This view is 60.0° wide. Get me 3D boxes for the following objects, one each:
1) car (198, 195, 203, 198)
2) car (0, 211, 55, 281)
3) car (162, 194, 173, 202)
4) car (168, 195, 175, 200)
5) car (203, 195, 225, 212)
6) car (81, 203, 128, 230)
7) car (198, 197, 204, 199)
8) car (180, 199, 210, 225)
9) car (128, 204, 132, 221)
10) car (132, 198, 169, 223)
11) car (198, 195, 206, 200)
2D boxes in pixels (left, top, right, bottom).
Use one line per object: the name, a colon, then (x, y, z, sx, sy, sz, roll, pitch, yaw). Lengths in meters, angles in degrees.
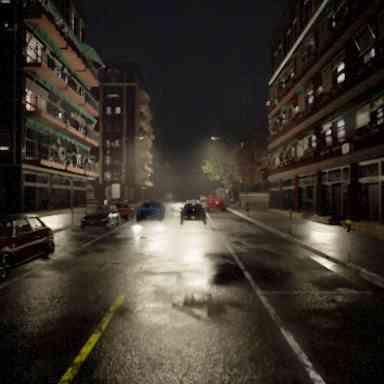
car: (2.700, 1.485, 76.346, 1.752, 1.417, 4.829, 1, 0, 0)
car: (-5.642, 1.432, 9.662, 1.967, 1.590, 4.097, 1, 0, 0)
car: (-5.680, 1.543, 70.644, 1.802, 1.307, 4.206, 1, 0, 0)
car: (-5.681, 1.540, 92.798, 1.802, 1.307, 4.206, 1, 0, 0)
car: (2.706, 1.287, 38.146, 2.192, 1.841, 5.009, 1, 0, 0)
car: (-5.645, 1.534, 21.031, 2.008, 1.369, 4.403, 1, 0, 0)
car: (0.098, 1.573, 37.959, 1.895, 1.301, 4.718, 0, 0, 0)
car: (0.093, 1.507, 23.879, 1.812, 1.442, 4.674, 0, 0, 0)
car: (-5.645, 1.561, 26.716, 1.802, 1.307, 4.206, 1, 0, 0)
car: (-3.074, 1.457, 25.661, 1.882, 1.535, 5.008, 0, 0, 0)
car: (2.699, 1.508, 92.790, 2.008, 1.369, 4.403, 1, 0, 0)
